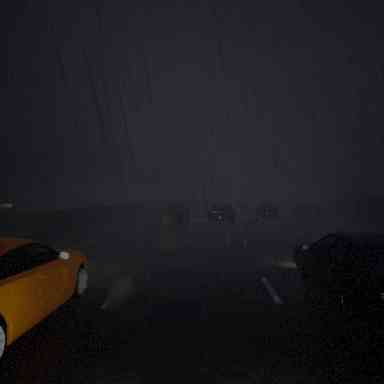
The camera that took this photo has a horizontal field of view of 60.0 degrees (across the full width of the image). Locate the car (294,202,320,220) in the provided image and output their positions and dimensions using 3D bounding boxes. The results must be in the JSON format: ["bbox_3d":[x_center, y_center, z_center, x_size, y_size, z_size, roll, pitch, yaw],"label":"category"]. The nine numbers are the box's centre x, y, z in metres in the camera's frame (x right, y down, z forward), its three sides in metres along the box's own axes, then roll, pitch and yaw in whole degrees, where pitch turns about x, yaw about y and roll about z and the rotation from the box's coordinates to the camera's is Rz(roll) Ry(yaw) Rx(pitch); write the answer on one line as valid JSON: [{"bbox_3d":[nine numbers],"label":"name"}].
[{"bbox_3d":[10.454,1.695,30.486,1.882,1.535,5.008,0,0,12],"label":"car"}]

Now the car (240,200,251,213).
[{"bbox_3d":[6.004,1.754,40.934,1.812,1.442,4.674,0,0,16],"label":"car"}]

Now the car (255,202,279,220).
[{"bbox_3d":[6.792,1.665,30.146,1.882,1.535,5.008,0,0,12],"label":"car"}]

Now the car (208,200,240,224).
[{"bbox_3d":[2.395,1.627,25.955,2.128,1.511,4.902,0,0,10],"label":"car"}]

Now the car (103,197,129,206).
[{"bbox_3d":[-10.342,1.484,48.004,2.097,1.767,4.553,0,0,17],"label":"car"}]

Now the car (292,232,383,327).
[{"bbox_3d":[3.738,1.609,7.301,2.033,1.411,5.357,0,0,3],"label":"car"}]

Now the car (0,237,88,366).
[{"bbox_3d":[-3.288,1.477,5.456,1.882,1.535,5.008,0,0,2],"label":"car"}]

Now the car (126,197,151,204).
[{"bbox_3d":[-6.959,1.756,47.109,1.895,1.301,4.718,0,0,18],"label":"car"}]

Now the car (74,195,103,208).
[{"bbox_3d":[-14.124,1.595,47.607,2.128,1.511,4.902,0,0,17],"label":"car"}]

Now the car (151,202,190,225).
[{"bbox_3d":[-1.329,1.606,24.983,1.837,1.490,4.892,0,0,10],"label":"car"}]

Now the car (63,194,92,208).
[{"bbox_3d":[-16.957,1.317,50.309,2.150,2.045,5.566,0,-1,18],"label":"car"}]
